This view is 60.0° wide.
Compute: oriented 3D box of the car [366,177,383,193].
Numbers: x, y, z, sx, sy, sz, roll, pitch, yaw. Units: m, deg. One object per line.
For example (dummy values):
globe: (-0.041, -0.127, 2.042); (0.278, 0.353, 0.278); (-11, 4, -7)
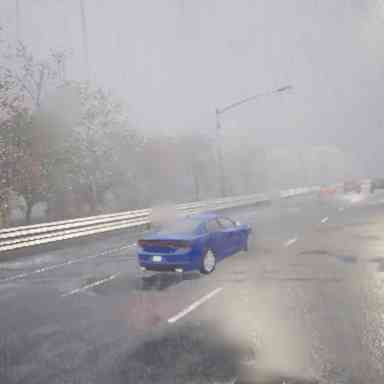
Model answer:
car: (26.982, -1.033, 48.049); (2.150, 2.045, 5.566); (-5, 0, 31)

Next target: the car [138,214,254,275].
car: (0.370, 1.442, 10.597); (1.882, 1.535, 5.008); (-5, 0, 31)

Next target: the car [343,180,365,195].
car: (24.029, -0.782, 49.912); (2.150, 2.045, 5.566); (-5, 0, 31)

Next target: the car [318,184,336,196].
car: (21.021, -0.396, 51.667); (2.097, 1.767, 4.553); (-5, 0, 31)
